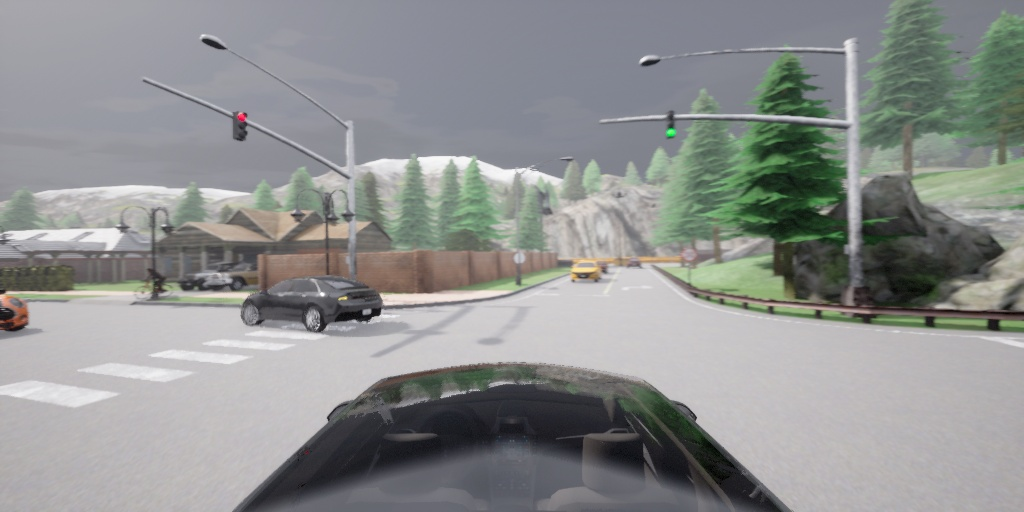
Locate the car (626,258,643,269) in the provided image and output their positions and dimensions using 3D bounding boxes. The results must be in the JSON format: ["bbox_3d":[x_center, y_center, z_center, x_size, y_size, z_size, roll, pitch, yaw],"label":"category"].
[{"bbox_3d":[16.466,0.931,48.396,1.812,1.442,4.674,-1,0,18],"label":"car"}]

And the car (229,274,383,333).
[{"bbox_3d":[-6.294,1.383,11.178,4.892,1.490,1.837,-1,-2,25],"label":"car"}]

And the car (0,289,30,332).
[{"bbox_3d":[-16.918,1.459,10.580,4.553,1.767,2.097,-1,0,17],"label":"car"}]

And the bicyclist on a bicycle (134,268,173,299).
[{"bbox_3d":[-19.015,1.435,19.038,0.582,1.620,1.656,-1,0,17],"label":"bicyclist on a bicycle"}]

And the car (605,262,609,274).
[{"bbox_3d":[8.841,1.168,36.803,1.895,1.301,4.718,-1,0,18],"label":"car"}]

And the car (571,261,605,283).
[{"bbox_3d":[5.690,1.111,27.161,1.882,1.535,5.008,-1,0,18],"label":"car"}]
